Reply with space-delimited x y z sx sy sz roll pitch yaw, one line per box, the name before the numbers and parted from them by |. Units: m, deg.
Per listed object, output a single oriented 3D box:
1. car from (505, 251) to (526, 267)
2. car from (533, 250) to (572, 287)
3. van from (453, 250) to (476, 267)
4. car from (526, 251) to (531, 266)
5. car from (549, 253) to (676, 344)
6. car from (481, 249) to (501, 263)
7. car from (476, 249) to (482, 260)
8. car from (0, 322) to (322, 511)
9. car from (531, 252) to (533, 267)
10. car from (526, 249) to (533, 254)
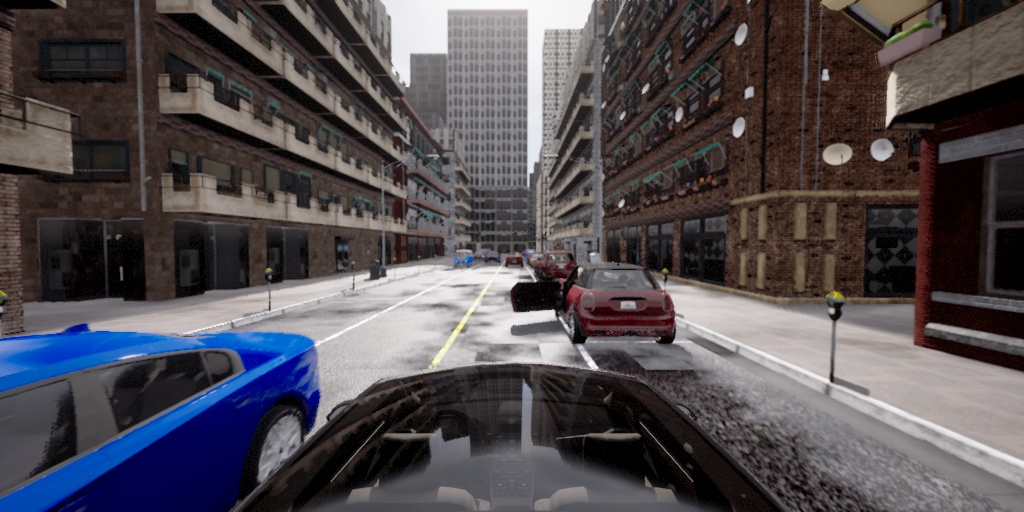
car | 0.262 0.375 39.197 1.882 1.535 5.008 0 1 0
car | 2.662 0.614 21.633 2.192 1.841 5.009 0 0 0
van | -5.136 0.255 38.296 1.690 1.789 3.998 0 0 0
car | 2.746 0.446 38.446 1.751 1.417 4.829 0 0 0
car | 2.300 0.934 9.183 2.097 1.767 4.553 0 1 0
car | -2.520 0.049 48.013 2.097 1.767 4.553 0 1 0
car | -5.053 -0.026 54.939 1.967 1.591 4.097 0 0 0
car | -2.853 1.229 1.539 1.882 1.535 5.008 0 1 0
car | 2.690 0.613 27.181 1.967 1.591 4.097 0 0 0
car | 2.773 0.234 43.824 1.967 1.591 4.097 0 0 0
